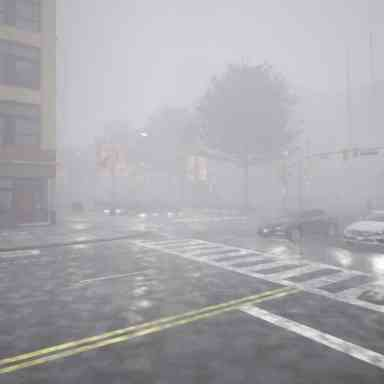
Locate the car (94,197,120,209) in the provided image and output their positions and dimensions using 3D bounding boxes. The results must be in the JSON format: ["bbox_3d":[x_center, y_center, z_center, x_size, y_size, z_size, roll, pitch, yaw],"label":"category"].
[{"bbox_3d":[-11.694,1.478,44.871,1.882,1.535,5.008,0,0,-35],"label":"car"}]

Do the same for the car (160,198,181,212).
[{"bbox_3d":[-3.207,1.505,39.050,1.837,1.490,4.892,0,0,-36],"label":"car"}]

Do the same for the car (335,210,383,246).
[{"bbox_3d":[8.422,1.525,14.312,4.674,1.442,1.812,0,0,-36],"label":"car"}]

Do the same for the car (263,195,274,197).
[{"bbox_3d":[16.184,1.320,72.064,2.002,1.452,4.674,0,0,-36],"label":"car"}]

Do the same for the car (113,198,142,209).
[{"bbox_3d":[-9.260,1.547,47.490,2.033,1.411,5.357,0,0,-35],"label":"car"}]

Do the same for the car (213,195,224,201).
[{"bbox_3d":[5.696,1.413,79.530,2.161,1.482,4.786,0,0,-36],"label":"car"}]

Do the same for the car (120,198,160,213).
[{"bbox_3d":[-5.862,1.505,36.747,1.837,1.490,4.892,0,0,-36],"label":"car"}]

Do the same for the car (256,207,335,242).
[{"bbox_3d":[5.272,1.504,16.375,4.892,1.490,1.837,0,0,-36],"label":"car"}]
